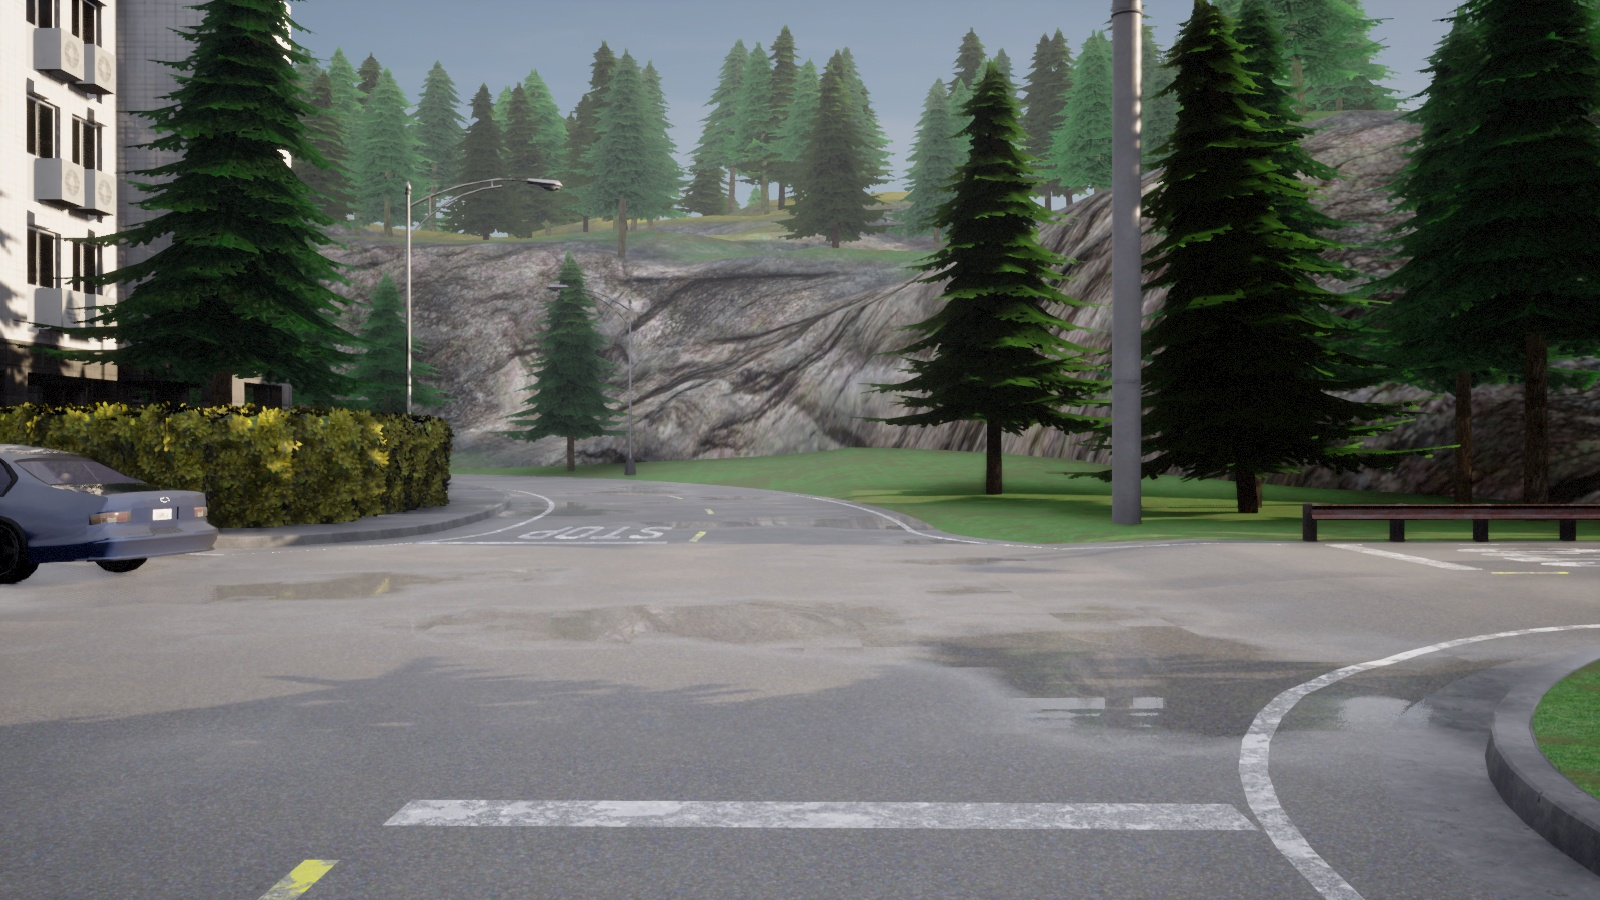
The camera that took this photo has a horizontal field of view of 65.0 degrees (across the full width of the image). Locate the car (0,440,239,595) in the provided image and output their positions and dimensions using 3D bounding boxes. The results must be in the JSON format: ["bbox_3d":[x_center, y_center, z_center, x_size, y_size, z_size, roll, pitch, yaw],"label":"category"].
[{"bbox_3d":[-9.259,0.604,13.918,5.357,1.411,2.033,3,0,13],"label":"car"}]
